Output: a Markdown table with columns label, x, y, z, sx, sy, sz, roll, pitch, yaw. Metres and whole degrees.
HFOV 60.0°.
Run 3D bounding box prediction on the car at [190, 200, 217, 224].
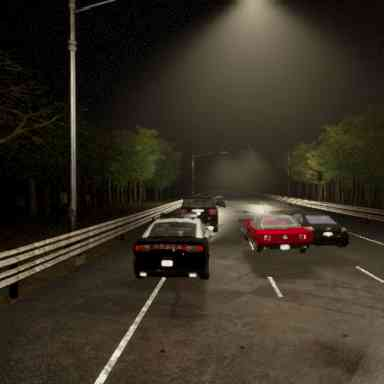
| label | x | y | z | sx | sy | sz | roll | pitch | yaw |
| --- | --- | --- | --- | --- | --- | --- | --- | --- | --- |
| car | 0.990 | 1.472 | 25.984 | 1.882 | 1.535 | 5.008 | 0 | 0 | 5 |

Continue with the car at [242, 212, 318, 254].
| label | x | y | z | sx | sy | sz | roll | pitch | yaw |
| --- | --- | --- | --- | --- | --- | --- | --- | --- | --- |
| car | 3.247 | 1.588 | 13.540 | 1.895 | 1.301 | 4.718 | -3 | 0 | 2 |

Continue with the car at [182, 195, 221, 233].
| label | x | y | z | sx | sy | sz | roll | pitch | yaw |
| --- | --- | --- | --- | --- | --- | --- | --- | --- | --- |
| car | 0.507 | 1.218 | 20.032 | 2.150 | 2.045 | 5.566 | 0 | 0 | 5 |

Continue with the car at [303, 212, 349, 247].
| label | x | y | z | sx | sy | sz | roll | pitch | yaw |
| --- | --- | --- | --- | --- | --- | --- | --- | --- | --- |
| car | 5.184 | 1.573 | 14.875 | 1.994 | 1.385 | 4.181 | 1 | 1 | -2 |

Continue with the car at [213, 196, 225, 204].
| label | x | y | z | sx | sy | sz | roll | pitch | yaw |
| --- | --- | --- | --- | --- | --- | --- | --- | --- | --- |
| car | 5.211 | 1.475 | 64.245 | 2.128 | 1.511 | 4.902 | 0 | 0 | 5 |

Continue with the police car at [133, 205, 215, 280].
| label | x | y | z | sx | sy | sz | roll | pitch | yaw |
| --- | --- | --- | --- | --- | --- | --- | --- | --- | --- |
| police car | -0.380 | 1.423 | 10.159 | 1.930 | 1.638 | 5.238 | 0 | 0 | 4 |

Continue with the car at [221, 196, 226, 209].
| label | x | y | z | sx | sy | sz | roll | pitch | yaw |
| --- | --- | --- | --- | --- | --- | --- | --- | --- | --- |
| car | 3.762 | 1.536 | 46.419 | 2.033 | 1.411 | 5.357 | 0 | 0 | 5 |
